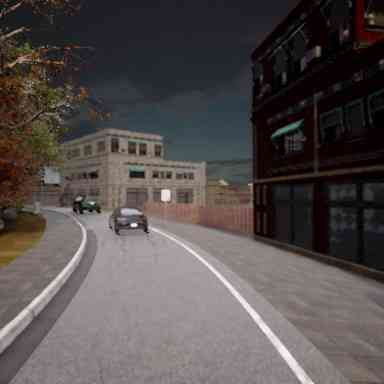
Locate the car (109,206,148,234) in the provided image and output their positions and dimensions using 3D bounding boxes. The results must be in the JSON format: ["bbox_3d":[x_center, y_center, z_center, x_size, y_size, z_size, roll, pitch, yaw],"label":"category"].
[{"bbox_3d":[-3.767,1.564,19.488,1.812,1.442,4.674,0,0,-19],"label":"car"}]

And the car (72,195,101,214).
[{"bbox_3d":[-11.739,1.355,36.935,2.150,2.045,5.566,0,0,-30],"label":"car"}]
